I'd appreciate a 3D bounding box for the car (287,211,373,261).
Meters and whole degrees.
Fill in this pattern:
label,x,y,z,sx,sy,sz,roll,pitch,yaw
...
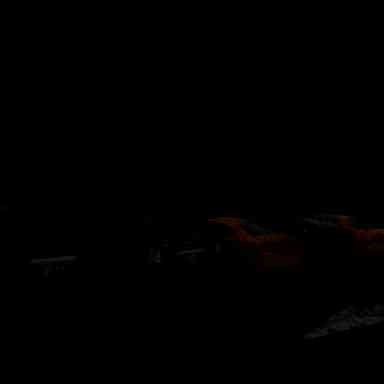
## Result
label,x,y,z,sx,sy,sz,roll,pitch,yaw
car,3.263,1.525,11.768,2.231,1.521,4.892,1,0,-36

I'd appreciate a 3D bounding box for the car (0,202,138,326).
label,x,y,z,sx,sy,sz,roll,pitch,yaw
car,-3.530,1.231,6.963,2.435,2.045,5.566,0,0,-36

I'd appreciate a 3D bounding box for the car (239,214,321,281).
label,x,y,z,sx,sy,sz,roll,pitch,yaw
car,1.007,1.503,10.157,2.097,1.535,5.008,0,0,-36

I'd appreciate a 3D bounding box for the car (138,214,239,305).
label,x,y,z,sx,sy,sz,roll,pitch,yaw
car,-1.239,1.365,8.524,2.185,1.767,4.553,0,0,-36

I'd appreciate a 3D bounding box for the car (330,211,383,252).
label,x,y,z,sx,sy,sz,roll,pitch,yaw
car,5.406,1.550,13.531,1.946,1.575,5.366,1,0,-36
